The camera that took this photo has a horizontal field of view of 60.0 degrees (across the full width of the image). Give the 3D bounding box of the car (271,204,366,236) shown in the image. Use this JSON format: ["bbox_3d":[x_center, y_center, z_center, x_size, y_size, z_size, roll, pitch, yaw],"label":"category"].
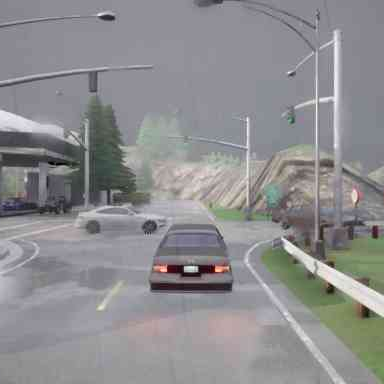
[{"bbox_3d":[6.420,1.359,17.607,2.033,1.411,5.357,0,0,-22],"label":"car"}]

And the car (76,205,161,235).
[{"bbox_3d":[-3.664,1.415,17.461,4.674,1.442,1.812,0,0,-1],"label":"car"}]

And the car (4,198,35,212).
[{"bbox_3d":[-20.315,1.480,39.558,2.242,1.667,4.611,0,0,-1],"label":"car"}]

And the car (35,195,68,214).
[{"bbox_3d":[-14.600,1.313,35.292,1.905,1.878,3.866,0,0,-1],"label":"car"}]

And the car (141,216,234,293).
[{"bbox_3d":[0.032,1.547,8.978,2.033,1.411,5.357,0,0,1],"label":"car"}]
